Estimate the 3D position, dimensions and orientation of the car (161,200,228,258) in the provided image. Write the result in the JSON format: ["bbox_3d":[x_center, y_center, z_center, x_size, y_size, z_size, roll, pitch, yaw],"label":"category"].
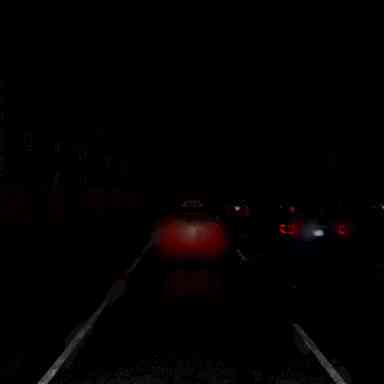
[{"bbox_3d":[0.043,1.346,12.926,2.097,1.767,4.553,0,0,1],"label":"car"}]

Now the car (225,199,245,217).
[{"bbox_3d":[3.543,1.340,27.930,2.097,1.767,4.553,0,0,0],"label":"car"}]

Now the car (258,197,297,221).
[{"bbox_3d":[7.042,1.341,27.928,2.097,1.767,4.553,0,0,0],"label":"car"}]

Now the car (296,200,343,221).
[{"bbox_3d":[10.542,1.481,28.017,2.128,1.511,4.902,0,0,0],"label":"car"}]

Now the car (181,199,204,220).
[{"bbox_3d":[0.052,1.465,29.205,1.882,1.535,5.008,0,0,0],"label":"car"}]

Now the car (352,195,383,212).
[{"bbox_3d":[14.032,1.213,26.898,2.150,2.045,5.566,0,0,0],"label":"car"}]

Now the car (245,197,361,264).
[{"bbox_3d":[3.534,1.218,11.936,2.150,2.045,5.566,0,0,0],"label":"car"}]

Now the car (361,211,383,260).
[{"bbox_3d":[7.037,1.596,12.405,1.895,1.301,4.718,0,0,0],"label":"car"}]
